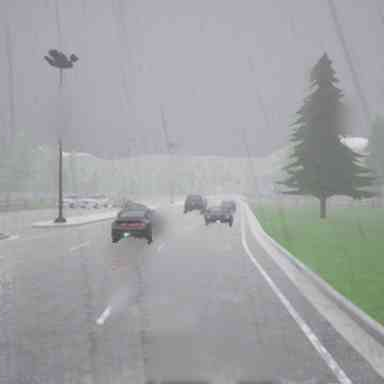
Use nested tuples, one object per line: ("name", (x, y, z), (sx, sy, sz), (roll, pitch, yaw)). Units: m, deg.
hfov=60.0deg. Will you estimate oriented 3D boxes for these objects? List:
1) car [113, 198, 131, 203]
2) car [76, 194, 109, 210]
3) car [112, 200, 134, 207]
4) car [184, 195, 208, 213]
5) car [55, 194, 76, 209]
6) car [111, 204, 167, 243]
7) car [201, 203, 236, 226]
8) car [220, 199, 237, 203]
("car", (-9.877, 1.638, 47.928), (2.128, 1.511, 4.902), (0, 0, 9))
("car", (-13.602, 1.358, 46.655), (2.150, 2.045, 5.566), (0, -1, 9))
("car", (-4.619, 1.648, 27.066), (1.994, 1.385, 4.181), (0, 0, 8))
("car", (0.496, 1.353, 38.128), (2.150, 2.045, 5.566), (0, 0, 8))
("car", (-17.055, 1.353, 47.197), (2.150, 2.045, 5.566), (0, -1, 9))
("car", (-2.480, 1.557, 16.432), (1.837, 1.490, 4.892), (0, 0, 6))
("car", (2.034, 1.688, 24.231), (1.895, 1.301, 4.718), (0, 0, 8))
("car", (4.587, 1.644, 41.922), (2.128, 1.511, 4.902), (0, 0, 8))
